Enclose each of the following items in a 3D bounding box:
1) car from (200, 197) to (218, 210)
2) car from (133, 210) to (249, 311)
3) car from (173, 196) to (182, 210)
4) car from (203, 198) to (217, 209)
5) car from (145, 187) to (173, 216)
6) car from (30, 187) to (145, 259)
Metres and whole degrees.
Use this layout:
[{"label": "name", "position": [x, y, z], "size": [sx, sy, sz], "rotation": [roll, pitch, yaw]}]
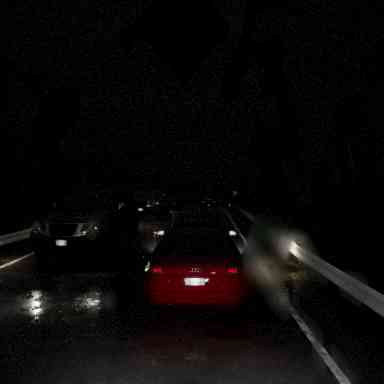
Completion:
[{"label": "car", "position": [1.986, 1.326, 38.657], "size": [1.812, 1.442, 4.674], "rotation": [0, -2, 4]}, {"label": "car", "position": [0.101, 1.393, 7.633], "size": [1.994, 1.385, 4.181], "rotation": [0, 3, 1]}, {"label": "car", "position": [-2.054, 1.113, 32.641], "size": [2.033, 1.411, 5.357], "rotation": [0, -2, 5]}, {"label": "car", "position": [2.640, 1.632, 48.802], "size": [1.882, 1.535, 5.008], "rotation": [0, -2, 2]}, {"label": "car", "position": [-2.813, 0.648, 22.046], "size": [2.150, 2.045, 5.566], "rotation": [0, 0, 4]}, {"label": "car", "position": [-3.336, 0.883, 11.573], "size": [2.150, 2.045, 5.566], "rotation": [0, 2, 3]}]
